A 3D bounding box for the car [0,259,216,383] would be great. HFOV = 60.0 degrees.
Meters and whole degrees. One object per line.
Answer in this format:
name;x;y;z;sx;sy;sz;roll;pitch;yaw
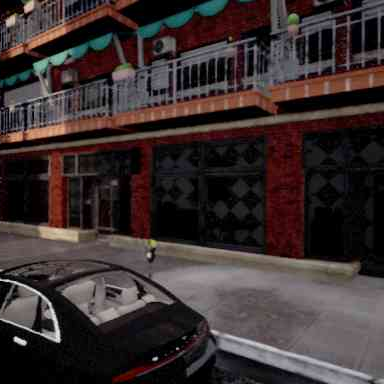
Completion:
car;-1.802;1.542;4.150;4.403;1.369;2.008;0;1;36
